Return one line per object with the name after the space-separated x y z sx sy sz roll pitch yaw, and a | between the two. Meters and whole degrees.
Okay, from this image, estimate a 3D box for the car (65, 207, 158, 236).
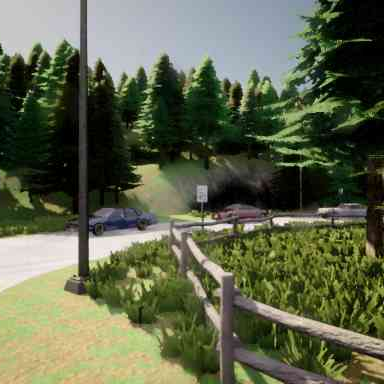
-4.400 1.574 19.122 2.033 1.411 5.357 0 0 41 | car

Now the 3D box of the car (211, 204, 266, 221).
3.550 1.591 25.152 4.181 1.385 1.994 0 0 -26 | car

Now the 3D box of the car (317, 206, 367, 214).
13.073 1.628 28.034 4.718 1.301 1.895 0 0 -6 | car
